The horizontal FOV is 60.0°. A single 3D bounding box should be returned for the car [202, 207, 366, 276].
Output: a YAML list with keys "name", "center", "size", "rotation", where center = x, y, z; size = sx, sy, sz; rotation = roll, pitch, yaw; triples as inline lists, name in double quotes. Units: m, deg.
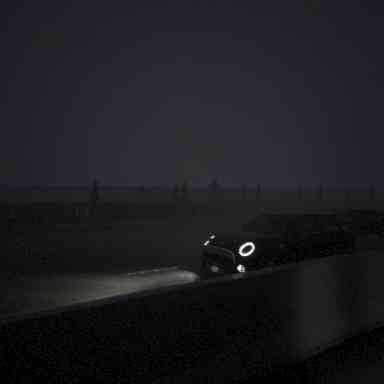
- name: "car"
  center: [2.512, 1.348, 9.473]
  size: [4.553, 1.767, 2.097]
  rotation: [0, 0, -30]

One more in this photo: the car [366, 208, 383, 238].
- name: "car"
  center: [7.726, 1.513, 16.311]
  size: [4.892, 1.490, 1.837]
  rotation: [0, 0, -26]
